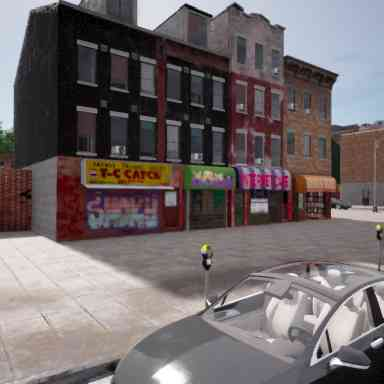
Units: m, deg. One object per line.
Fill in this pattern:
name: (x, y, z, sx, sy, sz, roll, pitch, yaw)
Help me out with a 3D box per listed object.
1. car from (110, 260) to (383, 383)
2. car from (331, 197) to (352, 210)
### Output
car: (1.276, 1.552, 3.709, 4.403, 1.369, 2.008, 0, 0, -35)
car: (16.642, 1.383, 39.968, 1.837, 1.490, 4.892, 0, 0, -36)
